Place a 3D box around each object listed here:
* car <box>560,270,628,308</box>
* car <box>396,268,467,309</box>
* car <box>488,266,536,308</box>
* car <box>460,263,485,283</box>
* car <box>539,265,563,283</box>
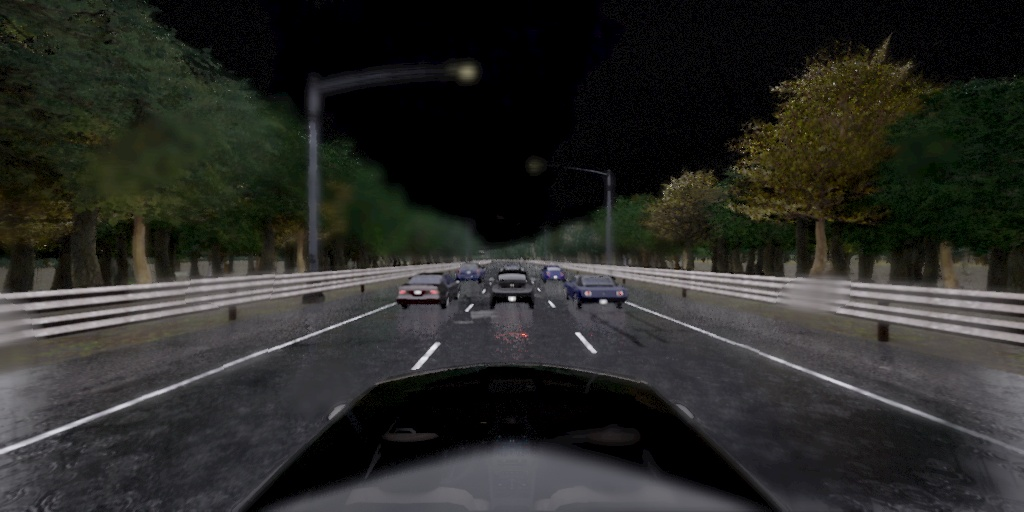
[{"bbox_3d":[3.507,1.483,15.944,1.895,1.301,4.718,0,0,0],"label":"car"},{"bbox_3d":[-3.494,1.428,15.829,2.033,1.411,5.357,0,0,0],"label":"car"},{"bbox_3d":[0.009,1.392,16.146,1.837,1.490,4.892,0,0,0],"label":"car"},{"bbox_3d":[-3.487,1.361,30.916,2.097,1.767,4.553,0,-1,0],"label":"car"},{"bbox_3d":[3.515,1.539,31.228,1.812,1.442,4.674,0,0,0],"label":"car"}]
